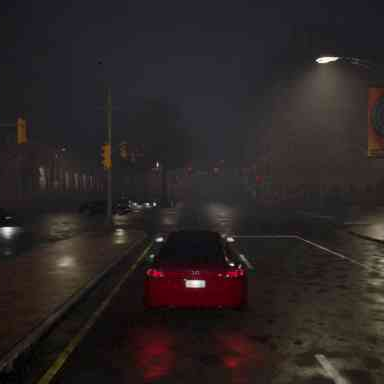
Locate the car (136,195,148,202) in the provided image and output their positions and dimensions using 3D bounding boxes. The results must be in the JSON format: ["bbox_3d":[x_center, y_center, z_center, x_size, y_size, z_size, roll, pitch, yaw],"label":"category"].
[{"bbox_3d":[-11.531,1.478,76.649,1.882,1.535,5.008,0,0,0],"label":"car"}]

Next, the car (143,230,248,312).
[{"bbox_3d":[0.072,1.564,7.787,1.994,1.385,4.181,0,0,0],"label":"car"}]

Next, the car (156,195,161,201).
[{"bbox_3d":[-8.032,1.601,68.450,1.895,1.301,4.718,0,0,0],"label":"car"}]

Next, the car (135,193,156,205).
[{"bbox_3d":[-8.103,1.221,58.651,2.150,2.045,5.566,0,0,0],"label":"car"}]

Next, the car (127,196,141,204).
[{"bbox_3d":[-11.553,1.564,66.231,1.994,1.385,4.181,0,0,0],"label":"car"}]

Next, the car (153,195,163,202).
[{"bbox_3d":[-8.031,1.500,78.654,1.837,1.490,4.892,0,0,0],"label":"car"}]

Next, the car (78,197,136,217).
[{"bbox_3d":[-8.037,1.505,30.897,4.892,1.490,1.837,0,0,0],"label":"car"}]

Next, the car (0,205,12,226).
[{"bbox_3d":[-13.871,1.547,22.904,2.033,1.411,5.357,0,0,-39],"label":"car"}]

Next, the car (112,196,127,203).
[{"bbox_3d":[-14.776,1.595,67.893,1.895,1.301,4.718,0,0,0],"label":"car"}]
